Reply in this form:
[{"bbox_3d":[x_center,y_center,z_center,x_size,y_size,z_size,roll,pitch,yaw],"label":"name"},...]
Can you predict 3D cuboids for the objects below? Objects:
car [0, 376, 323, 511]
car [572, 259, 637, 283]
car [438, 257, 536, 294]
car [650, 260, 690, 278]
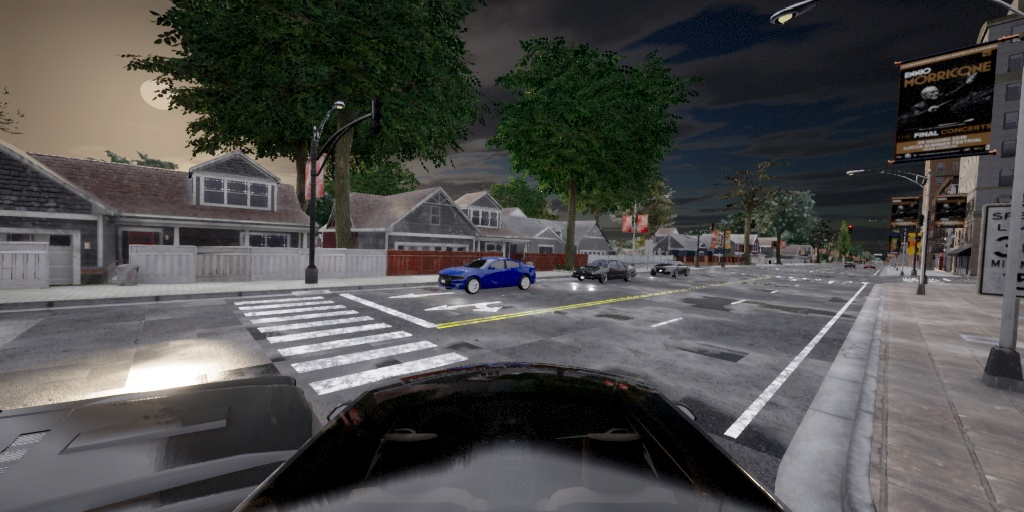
[{"bbox_3d":[-3.316,1.279,1.368,4.718,1.301,1.895,1,2,-34],"label":"car"},{"bbox_3d":[6.178,0.931,23.417,5.357,1.411,2.033,1,2,-44],"label":"car"},{"bbox_3d":[-1.029,0.791,16.540,5.008,1.535,1.882,1,2,-44],"label":"car"},{"bbox_3d":[13.416,1.022,30.296,4.181,1.385,1.994,1,2,-44],"label":"car"}]
